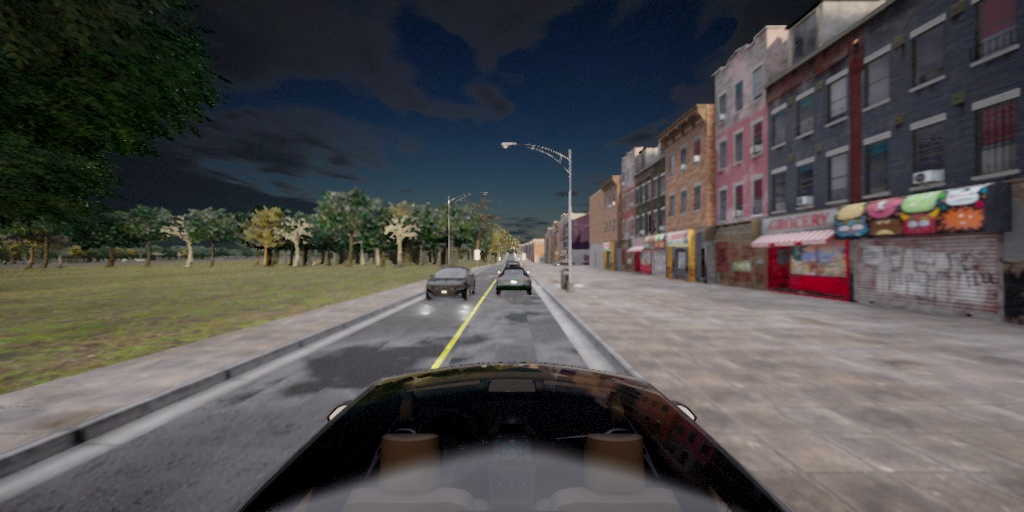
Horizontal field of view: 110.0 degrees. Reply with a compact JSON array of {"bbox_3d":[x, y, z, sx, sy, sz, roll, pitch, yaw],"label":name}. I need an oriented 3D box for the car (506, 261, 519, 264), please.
[{"bbox_3d":[0.104,1.321,40.107,1.837,1.490,4.892,0,0,0],"label":"car"}]

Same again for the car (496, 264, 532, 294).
[{"bbox_3d":[0.101,1.332,20.547,1.994,1.385,4.181,0,0,0],"label":"car"}]

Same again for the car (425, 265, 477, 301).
[{"bbox_3d":[-2.848,1.239,17.545,1.882,1.535,5.008,0,0,0],"label":"car"}]
